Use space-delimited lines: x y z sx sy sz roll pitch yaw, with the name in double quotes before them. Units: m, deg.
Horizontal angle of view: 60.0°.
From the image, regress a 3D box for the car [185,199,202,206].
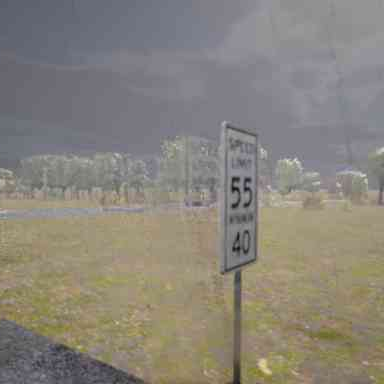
"car" 0.378 2.313 74.014 1.994 1.385 4.181 1 0 36
